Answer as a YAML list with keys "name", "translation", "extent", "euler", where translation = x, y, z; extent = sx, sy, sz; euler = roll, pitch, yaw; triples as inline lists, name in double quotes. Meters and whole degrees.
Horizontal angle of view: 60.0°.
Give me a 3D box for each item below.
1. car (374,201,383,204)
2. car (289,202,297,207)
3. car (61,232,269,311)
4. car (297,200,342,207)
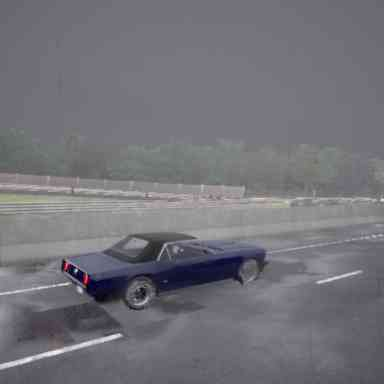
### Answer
- name: "car"
  translation: [20.595, 1.652, 35.879]
  extent: [4.718, 1.301, 1.895]
  euler: [0, 0, -35]
- name: "car"
  translation: [13.366, 1.606, 39.317]
  extent: [4.181, 1.385, 1.994]
  euler: [0, 0, -35]
- name: "car"
  translation: [-0.389, 1.602, 7.777]
  extent: [4.718, 1.301, 1.895]
  euler: [0, 0, -36]
- name: "car"
  translation: [13.968, 1.586, 35.455]
  extent: [5.357, 1.411, 2.033]
  euler: [0, 0, -35]
